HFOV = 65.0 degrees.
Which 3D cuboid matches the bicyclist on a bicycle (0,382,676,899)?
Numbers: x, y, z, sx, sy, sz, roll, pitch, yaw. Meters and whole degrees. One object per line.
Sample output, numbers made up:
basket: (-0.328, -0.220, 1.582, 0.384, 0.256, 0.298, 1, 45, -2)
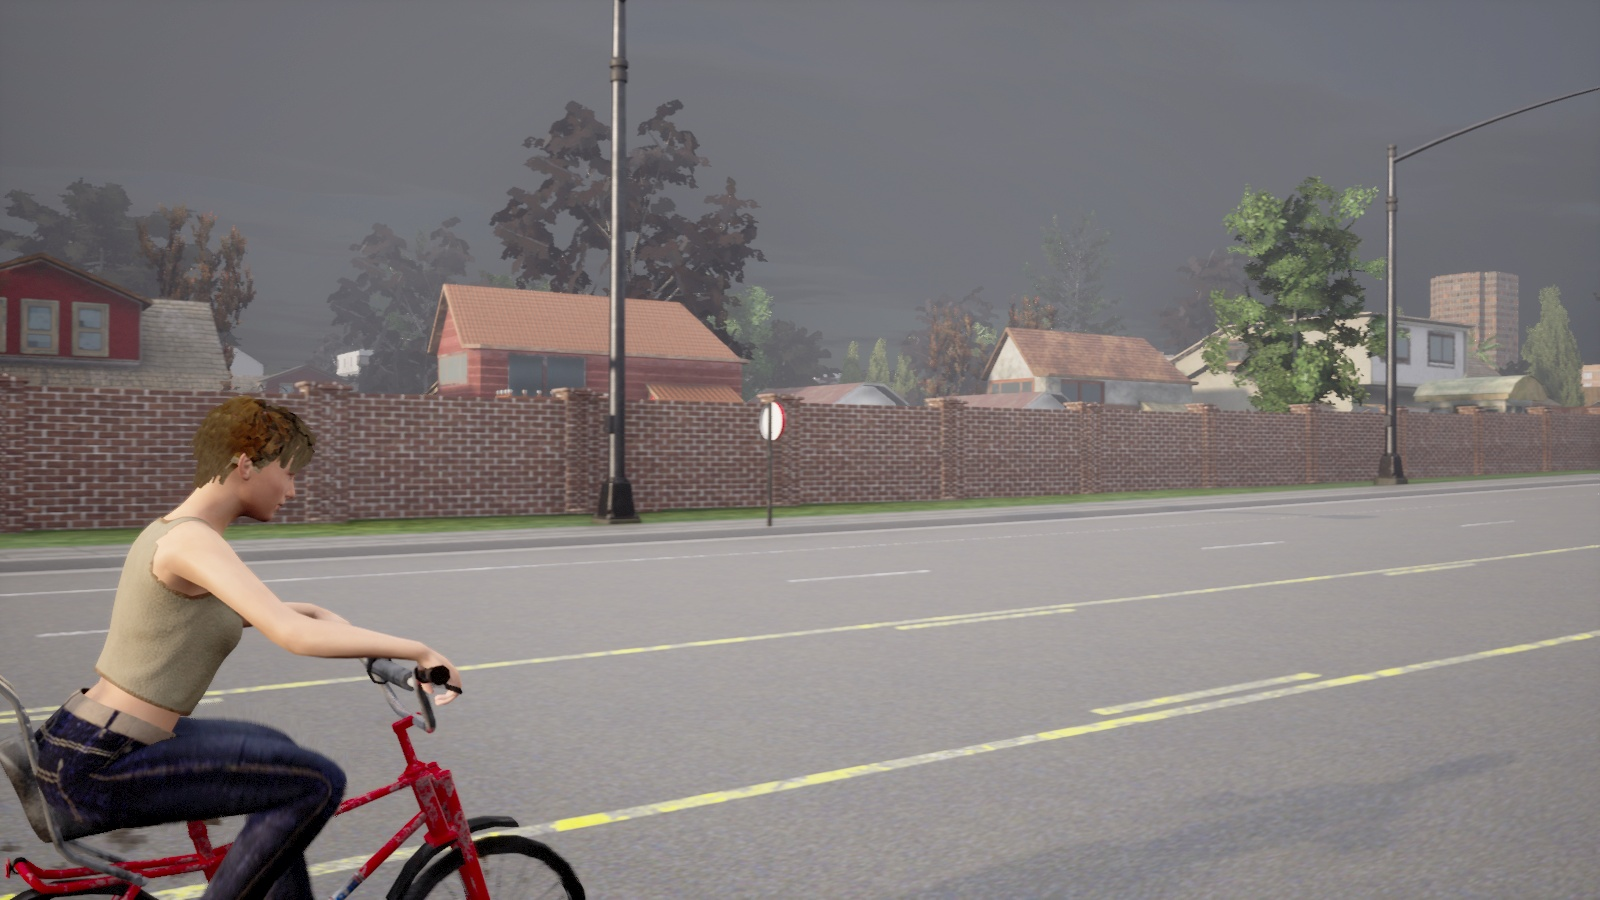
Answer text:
bicyclist on a bicycle: (-1.157, 0.691, 2.848, 1.509, 1.612, 0.866, 0, 0, -35)
